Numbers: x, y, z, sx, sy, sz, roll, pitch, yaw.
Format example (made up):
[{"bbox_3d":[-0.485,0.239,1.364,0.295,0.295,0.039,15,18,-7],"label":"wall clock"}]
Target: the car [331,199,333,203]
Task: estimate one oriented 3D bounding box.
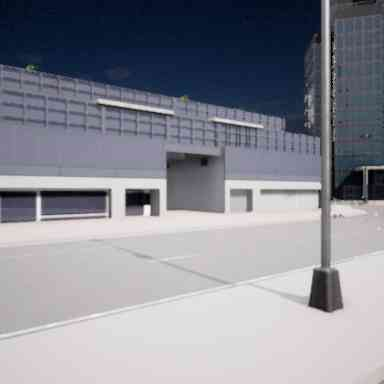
[{"bbox_3d":[23.751,1.346,61.417,1.837,1.490,4.892,1,0,-25],"label":"car"}]
